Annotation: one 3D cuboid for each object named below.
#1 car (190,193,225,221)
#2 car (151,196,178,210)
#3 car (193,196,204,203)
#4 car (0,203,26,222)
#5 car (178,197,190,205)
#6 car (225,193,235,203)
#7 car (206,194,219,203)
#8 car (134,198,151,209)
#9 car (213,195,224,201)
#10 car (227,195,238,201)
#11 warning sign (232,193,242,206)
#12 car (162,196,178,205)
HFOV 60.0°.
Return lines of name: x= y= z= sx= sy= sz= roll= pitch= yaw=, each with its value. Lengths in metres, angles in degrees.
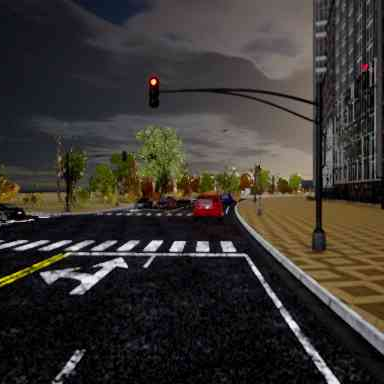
car: x=1.393 y=1.225 z=27.107 sx=2.150 sy=2.045 sz=5.566 roll=0 pitch=0 yaw=5
car: x=-3.568 y=1.570 z=43.666 sx=1.994 sy=1.385 sz=4.181 roll=0 pitch=0 yaw=7
car: x=1.462 y=1.535 z=73.081 sx=1.812 sy=1.442 sz=4.674 roll=0 pitch=0 yaw=11
car: x=-15.244 y=1.586 z=25.893 sx=4.181 sy=1.385 sz=1.994 roll=0 pitch=0 yaw=9
car: x=-1.454 y=1.613 z=57.983 sx=1.895 sy=1.301 sz=4.718 roll=0 pitch=0 yaw=10
car: x=7.453 y=1.244 z=69.976 sx=2.150 sy=2.045 sz=5.566 roll=0 pitch=0 yaw=12
car: x=4.333 y=1.371 z=70.928 sx=2.097 sy=1.767 sz=4.553 roll=0 pitch=0 yaw=12
car: x=-6.543 y=1.532 z=46.013 sx=1.812 sy=1.442 sz=4.674 roll=0 pitch=0 yaw=8
car: x=6.478 y=1.402 z=80.660 sx=1.812 sy=1.442 sz=4.674 roll=0 pitch=0 yaw=14
car: x=9.741 y=1.424 z=80.332 sx=2.128 sy=1.511 sz=4.902 roll=0 pitch=0 yaw=14
warning sign: x=6.560 y=1.128 z=48.382 sx=1.300 sy=1.860 sz=1.060 roll=0 pitch=0 yaw=8
car: x=-4.018 y=1.538 z=62.051 sx=1.812 sy=1.442 sz=4.674 roll=0 pitch=0 yaw=10
